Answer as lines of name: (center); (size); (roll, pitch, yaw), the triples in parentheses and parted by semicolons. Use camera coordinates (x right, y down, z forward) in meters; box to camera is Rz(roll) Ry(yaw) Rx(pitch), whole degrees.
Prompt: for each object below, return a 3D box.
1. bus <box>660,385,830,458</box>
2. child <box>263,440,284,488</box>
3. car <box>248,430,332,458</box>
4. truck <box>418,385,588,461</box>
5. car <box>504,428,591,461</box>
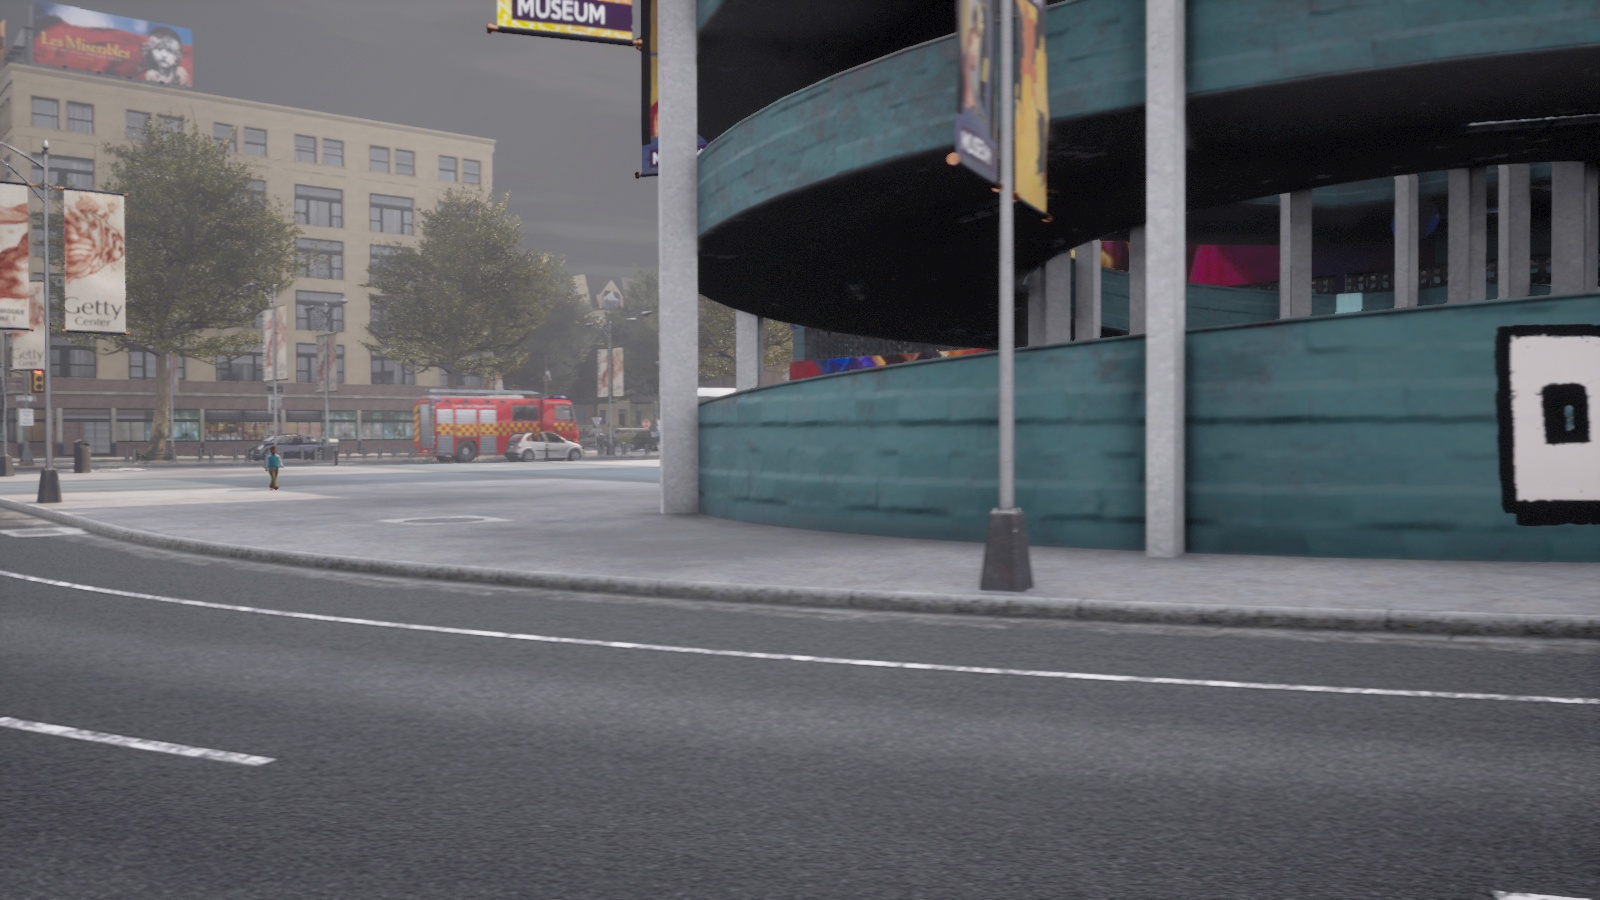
bus: (-3.294, -1.727, 78.051); (10.273, 4.253, 3.944); (0, 1, -40)
child: (-13.064, 0.345, 31.164); (0.343, 1.192, 0.448); (-1, 1, -41)
car: (-27.673, -0.337, 68.140); (3.806, 1.475, 1.970); (0, 1, -40)
truck: (-15.883, -1.411, 67.584); (8.468, 3.827, 2.891); (0, 1, -40)
car: (-13.121, -0.303, 65.348); (3.988, 1.617, 1.851); (0, 1, -40)
